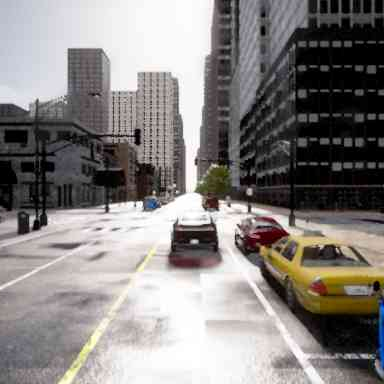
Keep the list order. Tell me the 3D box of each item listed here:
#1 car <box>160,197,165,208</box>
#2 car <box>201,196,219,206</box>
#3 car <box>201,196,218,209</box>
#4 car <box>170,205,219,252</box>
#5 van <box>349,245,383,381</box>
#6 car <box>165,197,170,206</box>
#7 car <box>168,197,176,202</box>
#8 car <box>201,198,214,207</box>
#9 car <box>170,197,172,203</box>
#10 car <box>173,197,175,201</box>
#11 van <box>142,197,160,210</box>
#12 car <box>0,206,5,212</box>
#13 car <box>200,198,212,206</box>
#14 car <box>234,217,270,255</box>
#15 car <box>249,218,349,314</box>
[{"bbox_3d":[-5.752,1.662,51.046,1.967,1.590,4.097,0,0,0],"label":"car"},{"bbox_3d":[2.634,1.509,45.536,2.192,1.841,5.009,0,0,0],"label":"car"},{"bbox_3d":[2.627,1.537,51.060,2.192,1.841,5.009,0,0,0],"label":"car"},{"bbox_3d":[0.105,1.541,14.088,2.128,1.511,4.902,0,0,0],"label":"car"},{"bbox_3d":[2.687,1.348,1.821,1.690,1.788,3.998,0,0,0],"label":"van"},{"bbox_3d":[-5.766,1.721,62.095,1.967,1.590,4.097,0,0,0],"label":"car"},{"bbox_3d":[-5.805,2.025,95.238,2.008,1.369,4.403,0,0,0],"label":"car"},{"bbox_3d":[2.621,1.796,56.583,1.887,1.381,4.507,0,0,0],"label":"car"},{"bbox_3d":[-5.772,1.862,67.617,2.008,1.369,4.403,0,0,0],"label":"car"},{"bbox_3d":[-5.792,1.932,84.019,1.752,1.417,4.829,0,0,0],"label":"car"},{"bbox_3d":[-5.746,1.536,45.523,1.690,1.788,3.998,0,0,0],"label":"van"},{"bbox_3d":[-21.447,1.572,33.336,4.829,1.417,1.752,0,0,0],"label":"car"},{"bbox_3d":[2.615,1.846,62.107,1.947,1.339,4.313,0,0,0],"label":"car"},{"bbox_3d":[2.673,1.628,13.147,1.802,1.307,4.206,0,0,0],"label":"car"},{"bbox_3d":[2.680,1.551,7.655,1.752,1.417,4.829,0,0,0],"label":"car"}]
